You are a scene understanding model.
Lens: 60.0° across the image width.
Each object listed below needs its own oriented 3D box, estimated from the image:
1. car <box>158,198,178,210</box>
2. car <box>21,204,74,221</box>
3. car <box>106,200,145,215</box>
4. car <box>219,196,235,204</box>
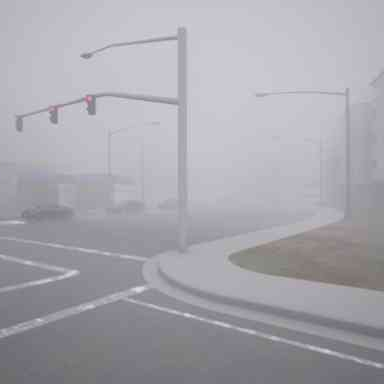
[{"bbox_3d":[-3.042,1.648,45.191,1.837,1.490,4.892,0,0,15],"label":"car"},{"bbox_3d":[-12.250,1.696,28.446,1.994,1.385,4.181,0,0,36],"label":"car"},{"bbox_3d":[-7.080,1.610,35.933,1.882,1.535,5.008,0,0,30],"label":"car"},{"bbox_3d":[7.244,1.661,69.238,2.128,1.511,4.902,0,0,-19],"label":"car"}]
